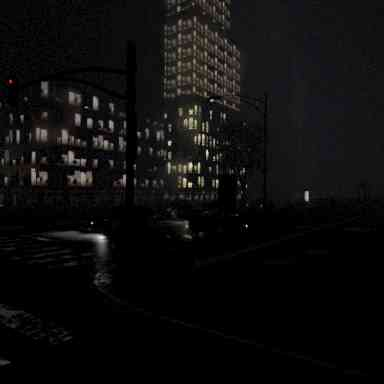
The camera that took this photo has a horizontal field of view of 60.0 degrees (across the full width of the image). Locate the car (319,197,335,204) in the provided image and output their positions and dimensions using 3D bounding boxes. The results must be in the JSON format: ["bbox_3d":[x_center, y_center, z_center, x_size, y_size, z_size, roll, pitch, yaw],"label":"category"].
[{"bbox_3d":[28.281,1.848,69.530,1.947,1.339,4.313,1,0,36],"label":"car"}]

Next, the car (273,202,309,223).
[{"bbox_3d":[8.062,1.778,27.850,1.802,1.307,4.206,1,0,36],"label":"car"}]

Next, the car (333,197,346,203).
[{"bbox_3d":[34.777,1.861,78.323,1.752,1.417,4.829,1,0,36],"label":"car"}]

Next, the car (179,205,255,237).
[{"bbox_3d":[1.548,1.696,19.034,2.008,1.369,4.403,1,0,36],"label":"car"}]

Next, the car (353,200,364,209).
[{"bbox_3d":[25.126,1.773,51.158,1.967,1.590,4.097,1,0,36],"label":"car"}]

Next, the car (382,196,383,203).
[{"bbox_3d":[41.622,1.783,73.480,2.192,1.841,5.009,1,0,36],"label":"car"}]

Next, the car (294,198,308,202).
[{"bbox_3d":[18.283,1.726,56.000,1.752,1.417,4.829,1,0,36],"label":"car"}]

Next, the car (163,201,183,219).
[{"bbox_3d":[-1.511,1.480,29.427,1.967,1.590,4.097,1,0,36],"label":"car"}]

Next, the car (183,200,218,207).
[{"bbox_3d":[1.689,1.568,29.175,1.882,1.535,5.008,1,0,36],"label":"car"}]

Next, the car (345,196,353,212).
[{"bbox_3d":[18.570,1.720,42.201,1.967,1.590,4.097,1,0,36],"label":"car"}]

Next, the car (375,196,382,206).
[{"bbox_3d":[35.122,1.940,64.688,1.752,1.417,4.829,1,0,36],"label":"car"}]

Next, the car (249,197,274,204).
[{"bbox_3d":[7.775,1.491,37.390,2.097,1.767,4.553,1,0,37],"label":"car"}]

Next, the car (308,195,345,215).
[{"bbox_3d":[15.299,1.569,37.716,2.192,1.841,5.009,1,0,36],"label":"car"}]

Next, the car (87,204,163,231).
[{"bbox_3d":[-4.306,1.548,21.065,1.837,1.490,4.892,1,0,36],"label":"car"}]

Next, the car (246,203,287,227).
[{"bbox_3d":[4.806,1.736,23.443,1.947,1.339,4.313,1,0,36],"label":"car"}]

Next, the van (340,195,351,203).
[{"bbox_3d":[38.179,1.705,82.924,1.690,1.788,3.998,1,0,36],"label":"van"}]
